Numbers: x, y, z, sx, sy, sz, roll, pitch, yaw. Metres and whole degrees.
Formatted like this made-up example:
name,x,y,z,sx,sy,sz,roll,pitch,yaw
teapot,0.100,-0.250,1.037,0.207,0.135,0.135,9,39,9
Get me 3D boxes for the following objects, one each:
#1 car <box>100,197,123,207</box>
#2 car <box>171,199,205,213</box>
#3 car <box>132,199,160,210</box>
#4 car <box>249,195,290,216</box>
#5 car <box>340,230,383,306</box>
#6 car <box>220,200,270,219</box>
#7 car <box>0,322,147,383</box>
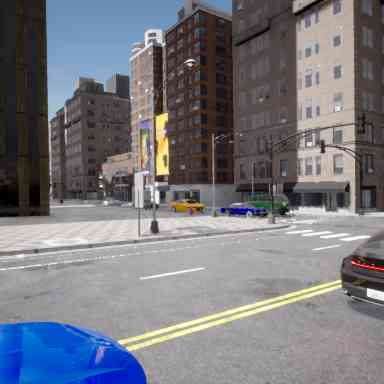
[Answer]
name,x,y,z,sx,sy,sz,roll,pitch,yaw
car,-13.614,1.807,57.035,1.895,1.301,4.718,-1,0,-35
car,-0.545,1.603,38.366,1.882,1.535,5.008,-1,0,-35
car,-6.641,1.710,47.026,2.033,1.411,5.357,-1,0,-36
car,7.030,1.270,32.622,2.150,2.045,5.566,-1,1,-32
car,5.106,1.504,7.087,4.892,1.490,1.837,0,0,-36
car,4.809,1.695,30.762,1.895,1.301,4.718,-1,0,-35
car,-2.584,1.478,1.598,5.008,1.535,1.882,0,0,-35
